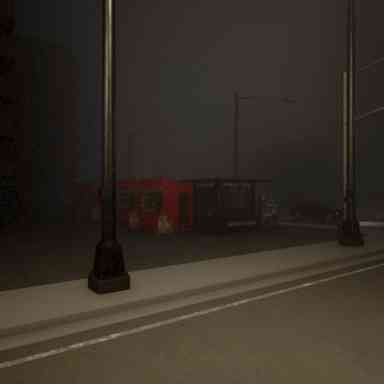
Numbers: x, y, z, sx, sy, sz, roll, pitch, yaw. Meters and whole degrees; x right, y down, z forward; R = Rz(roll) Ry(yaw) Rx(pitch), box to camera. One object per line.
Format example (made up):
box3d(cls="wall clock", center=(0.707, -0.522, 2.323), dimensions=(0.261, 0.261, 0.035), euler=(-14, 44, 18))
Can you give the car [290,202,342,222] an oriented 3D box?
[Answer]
box3d(cls="car", center=(10.500, 1.611, 27.587), dimensions=(1.837, 1.490, 4.892), euler=(0, 0, -36))
